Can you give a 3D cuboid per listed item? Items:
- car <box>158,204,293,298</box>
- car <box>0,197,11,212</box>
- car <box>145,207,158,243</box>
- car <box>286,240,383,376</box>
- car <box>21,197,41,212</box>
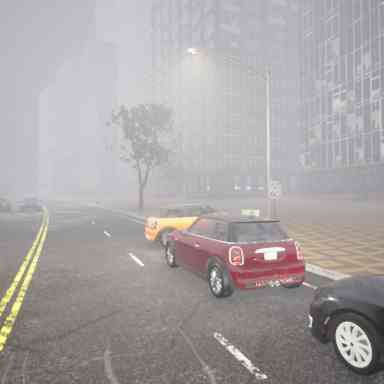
[{"bbox_3d":[0.836,1.354,8.900,2.097,1.767,4.553,0,0,-22],"label":"car"},{"bbox_3d":[-21.977,1.386,38.018,2.097,1.767,4.553,0,0,-24],"label":"car"},{"bbox_3d":[0.281,1.276,14.558,4.553,1.767,2.097,-3,1,-18],"label":"car"},{"bbox_3d":[3.595,1.505,3.441,1.837,1.490,4.892,0,0,-36],"label":"car"},{"bbox_3d":[-19.014,1.389,39.353,2.097,1.767,4.553,0,0,-24],"label":"car"}]
